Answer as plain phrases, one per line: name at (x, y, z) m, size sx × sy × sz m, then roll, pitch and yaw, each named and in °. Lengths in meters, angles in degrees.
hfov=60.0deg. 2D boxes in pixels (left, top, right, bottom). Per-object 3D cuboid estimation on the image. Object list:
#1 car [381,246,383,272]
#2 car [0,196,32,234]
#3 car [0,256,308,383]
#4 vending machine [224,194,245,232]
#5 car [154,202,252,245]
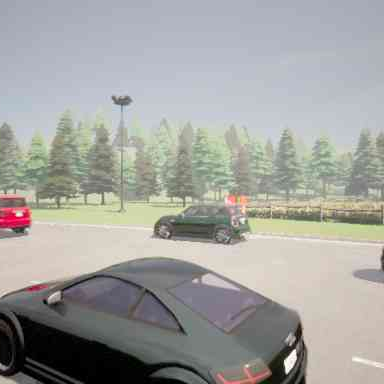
car at (7.060, 1.478, 7.391) m, size 5.008 × 1.535 × 1.882 m, roll 0°, pitch 0°, yaw 36°
car at (-11.124, 1.221, 17.741) m, size 5.566 × 2.045 × 2.150 m, roll 0°, pitch 0°, yaw 23°
car at (-0.754, 1.563, 4.227) m, size 4.181 × 1.385 × 1.994 m, roll 0°, pitch 0°, yaw 32°
vending machine at (2.499, 1.195, 19.379) m, size 0.880 × 2.100 × 1.100 m, roll 0°, pitch 0°, yaw 30°
car at (0.418, 1.352, 15.736) m, size 4.553 × 1.767 × 2.097 m, roll 0°, pitch 0°, yaw 30°
